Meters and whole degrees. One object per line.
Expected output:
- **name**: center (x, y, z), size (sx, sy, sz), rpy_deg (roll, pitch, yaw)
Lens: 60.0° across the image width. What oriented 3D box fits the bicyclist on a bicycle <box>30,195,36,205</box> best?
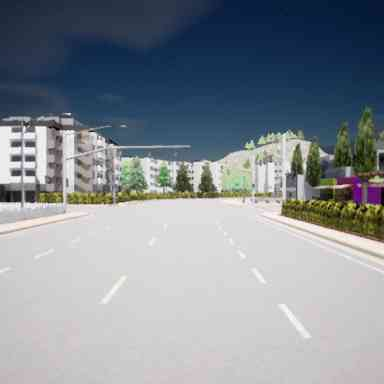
- **bicyclist on a bicycle**: center (-25.129, 1.274, 52.556), size (0.582, 1.620, 1.656), rpy_deg (0, 0, 1)
